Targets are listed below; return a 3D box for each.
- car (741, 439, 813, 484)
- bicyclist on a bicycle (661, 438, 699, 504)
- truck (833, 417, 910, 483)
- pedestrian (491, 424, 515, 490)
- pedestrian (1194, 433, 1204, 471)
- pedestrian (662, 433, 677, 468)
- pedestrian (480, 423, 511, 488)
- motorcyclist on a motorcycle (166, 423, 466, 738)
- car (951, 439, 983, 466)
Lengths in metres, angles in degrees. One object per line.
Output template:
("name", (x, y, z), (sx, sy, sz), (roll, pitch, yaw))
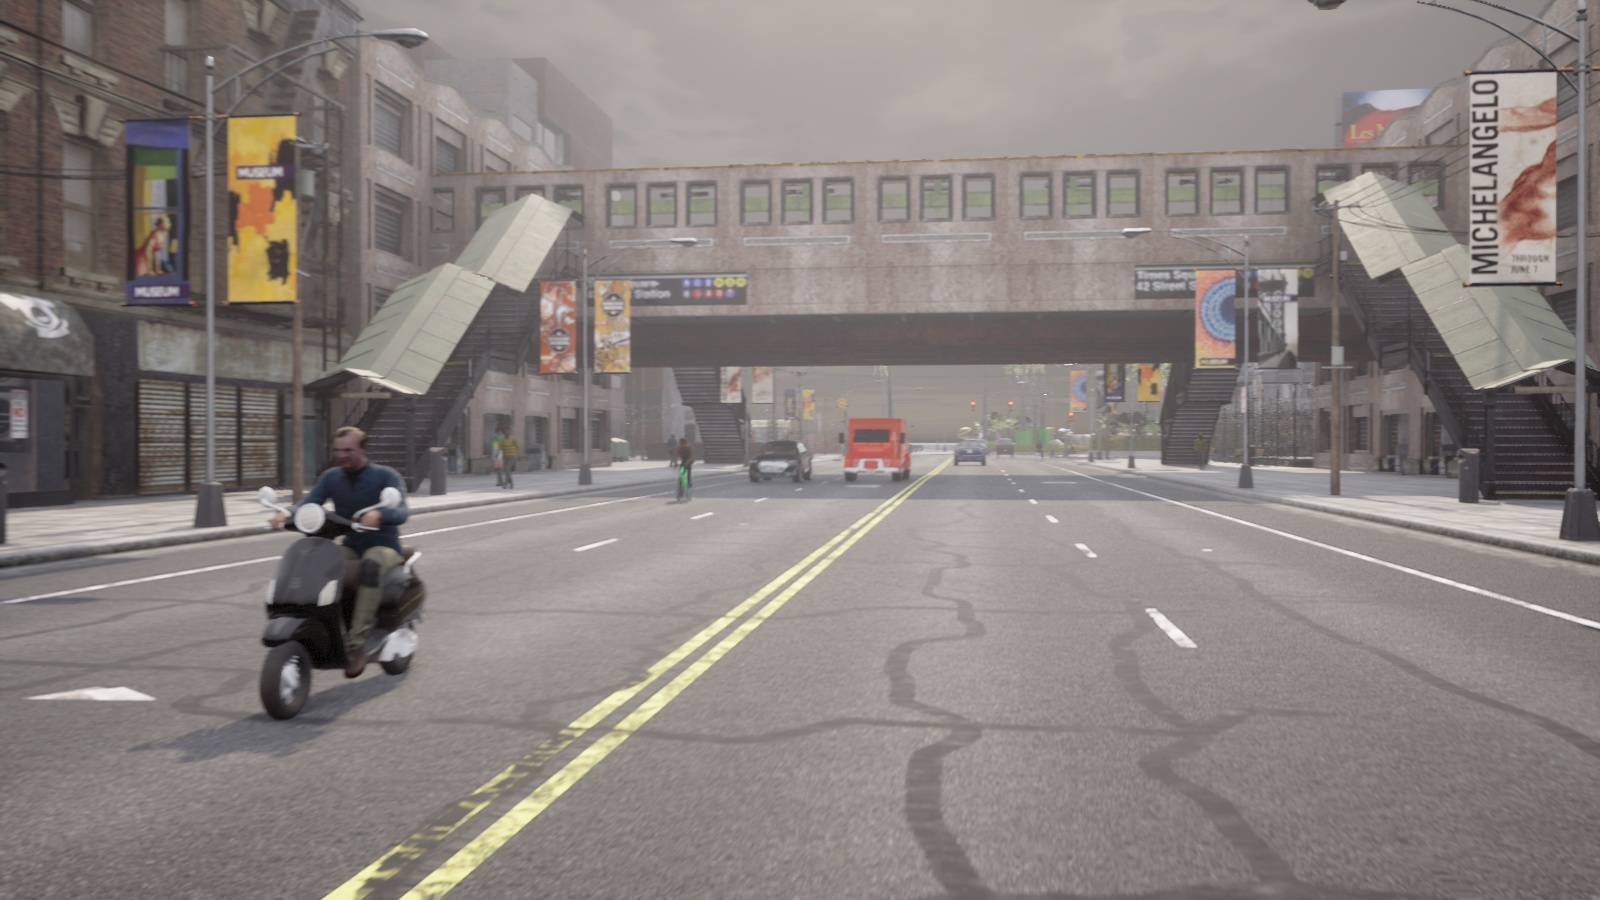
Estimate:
("car", (-0.815, 0.402, 48.114), (2.033, 1.649, 4.856), (0, 0, 8))
("bicyclist on a bicycle", (-3.012, 0.514, 31.608), (0.582, 1.620, 1.656), (0, 1, 8))
("truck", (2.870, -0.013, 49.243), (2.627, 2.467, 5.204), (0, 0, 8))
("pedestrian", (-8.395, 0.185, 35.502), (0.431, 1.840, 0.709), (0, 0, 7))
("pedestrian", (19.571, 0.095, 61.614), (0.370, 1.835, 0.726), (0, 0, 9))
("pedestrian", (-6.947, 0.010, 66.843), (0.540, 1.848, 0.694), (0, 0, 19))
("pedestrian", (-9.356, 0.165, 38.576), (0.659, 1.952, 0.873), (0, 0, 6))
("motorcyclist on a motorcycle", (-2.714, 0.653, 7.303), (0.866, 1.590, 1.817), (0, 0, 8))
("car", (11.196, 0.152, 84.200), (2.097, 1.767, 4.553), (0, 0, 8))
